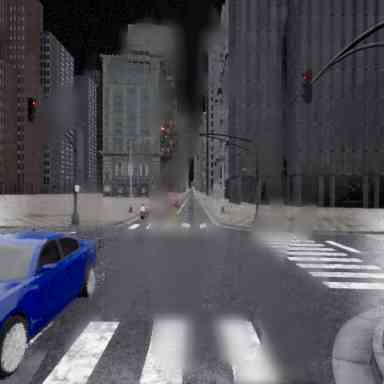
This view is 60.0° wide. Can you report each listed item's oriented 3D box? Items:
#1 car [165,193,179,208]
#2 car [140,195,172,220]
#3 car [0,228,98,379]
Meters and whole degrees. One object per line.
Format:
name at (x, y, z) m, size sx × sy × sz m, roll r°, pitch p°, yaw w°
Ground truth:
car at (-3.088, 1.222, 48.875) m, size 2.150 × 2.045 × 5.566 m, roll 0°, pitch 0°, yaw 0°
car at (-3.112, 1.351, 28.317) m, size 2.097 × 1.767 × 4.553 m, roll 0°, pitch 0°, yaw 0°
car at (-3.098, 1.476, 5.697) m, size 1.882 × 1.535 × 5.008 m, roll 0°, pitch 0°, yaw 0°
